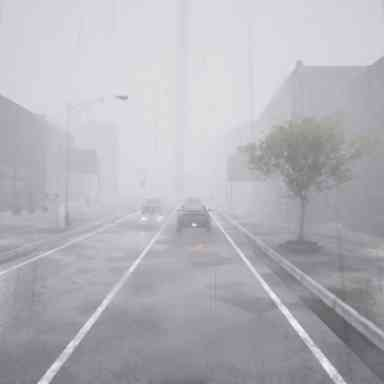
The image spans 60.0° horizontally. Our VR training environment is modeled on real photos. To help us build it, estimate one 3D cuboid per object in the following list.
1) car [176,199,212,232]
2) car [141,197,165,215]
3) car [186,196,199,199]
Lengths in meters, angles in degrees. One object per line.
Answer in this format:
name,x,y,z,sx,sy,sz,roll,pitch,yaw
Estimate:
car,0.107,1.426,19.695,1.837,1.490,4.892,0,1,0
car,-3.569,1.285,31.282,1.837,1.490,4.892,0,1,0
car,0.106,1.177,37.749,1.837,1.490,4.892,0,1,0
